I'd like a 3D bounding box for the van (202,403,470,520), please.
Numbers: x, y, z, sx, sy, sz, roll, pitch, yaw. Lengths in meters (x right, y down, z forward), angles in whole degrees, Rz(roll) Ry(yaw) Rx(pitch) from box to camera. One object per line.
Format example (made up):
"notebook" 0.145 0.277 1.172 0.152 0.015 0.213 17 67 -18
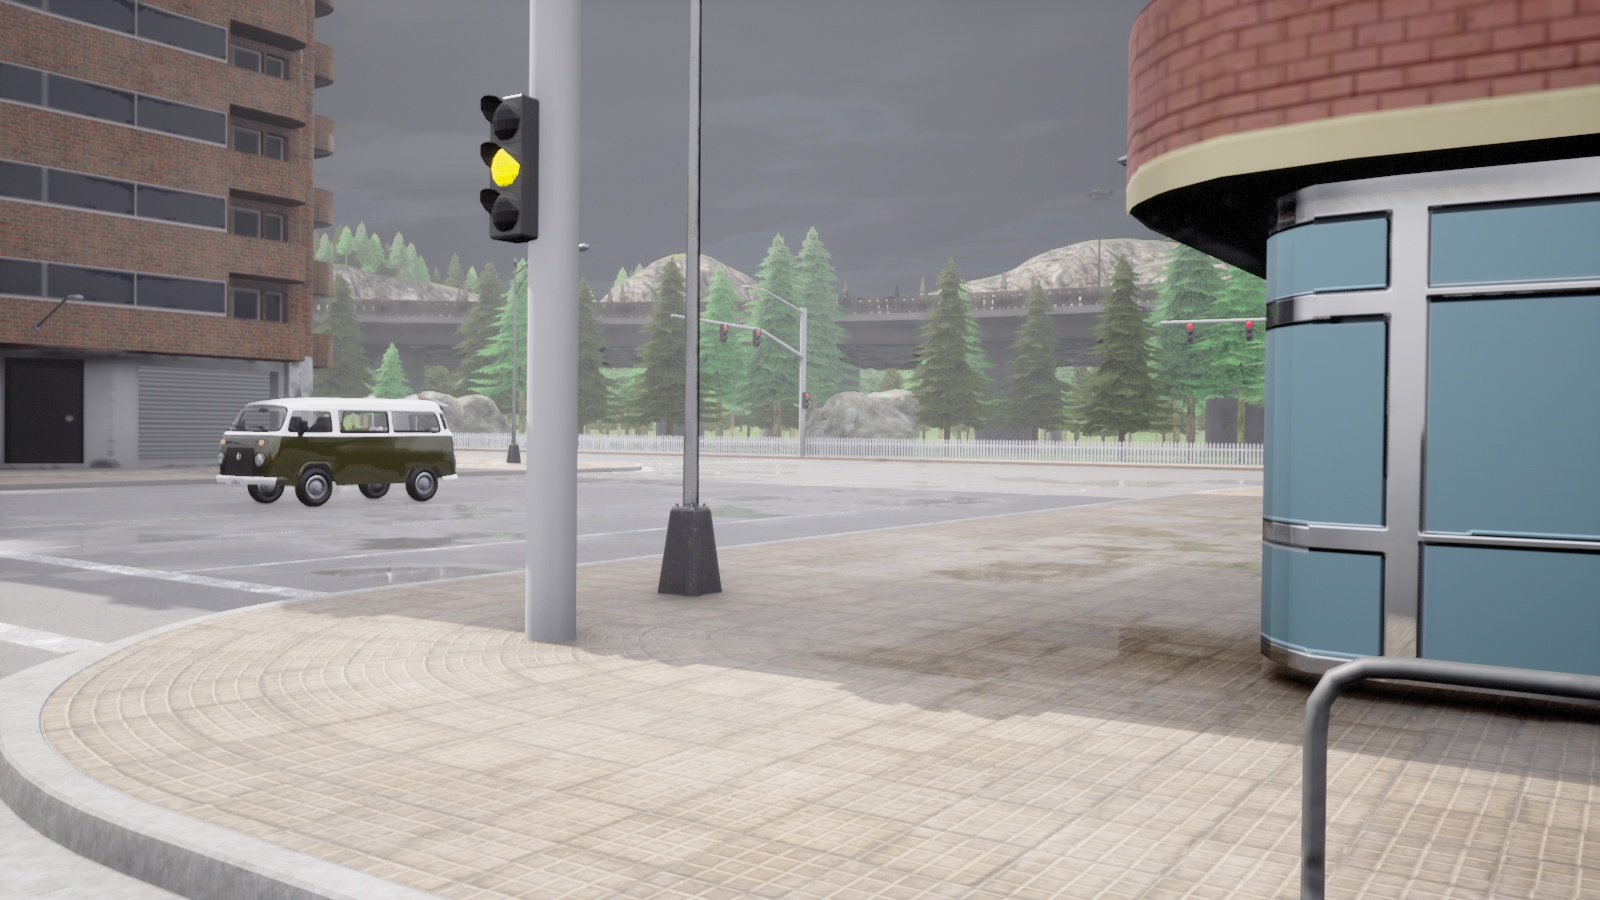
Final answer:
"van" -8.849 0.170 24.339 2.069 2.038 4.480 0 1 34
